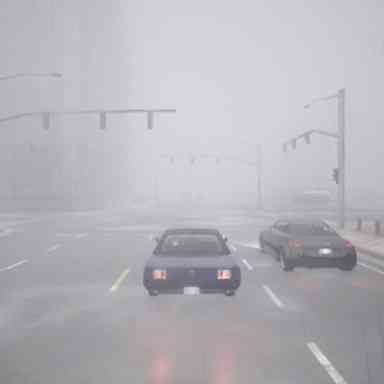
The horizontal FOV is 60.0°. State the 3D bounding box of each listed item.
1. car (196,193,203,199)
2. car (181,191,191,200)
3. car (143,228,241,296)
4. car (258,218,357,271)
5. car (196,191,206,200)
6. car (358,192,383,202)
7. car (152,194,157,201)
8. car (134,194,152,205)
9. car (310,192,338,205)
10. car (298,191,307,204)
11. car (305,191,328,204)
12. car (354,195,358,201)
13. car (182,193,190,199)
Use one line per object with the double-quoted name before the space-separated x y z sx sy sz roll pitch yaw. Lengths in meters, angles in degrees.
"car" 1.955 0.940 86.921 1.812 1.442 4.674 0 0 -1
"car" -1.391 0.822 76.478 2.150 2.045 5.566 0 0 -1
"car" -0.010 1.557 8.466 1.895 1.301 4.718 0 0 0
"car" 3.462 1.508 10.697 1.994 1.385 4.181 0 0 -1
"car" 2.108 0.822 76.529 2.150 2.045 5.566 0 0 -1
"car" 39.070 0.843 71.425 4.605 1.855 1.932 0 0 -1
"car" -8.283 1.170 69.127 2.128 1.511 4.902 0 0 -1
"car" -8.124 1.229 53.583 1.837 1.490 4.892 0 0 -1
"car" 24.145 1.142 60.181 3.806 1.475 1.970 0 0 -1
"car" 24.052 0.871 65.757 4.605 1.855 1.932 0 0 -1
"car" 24.124 1.096 63.075 3.905 1.438 1.784 0 0 -1
"car" 39.112 1.038 74.323 3.905 1.438 1.784 0 0 -1
"car" -1.545 1.011 86.899 1.895 1.301 4.718 0 0 -1
